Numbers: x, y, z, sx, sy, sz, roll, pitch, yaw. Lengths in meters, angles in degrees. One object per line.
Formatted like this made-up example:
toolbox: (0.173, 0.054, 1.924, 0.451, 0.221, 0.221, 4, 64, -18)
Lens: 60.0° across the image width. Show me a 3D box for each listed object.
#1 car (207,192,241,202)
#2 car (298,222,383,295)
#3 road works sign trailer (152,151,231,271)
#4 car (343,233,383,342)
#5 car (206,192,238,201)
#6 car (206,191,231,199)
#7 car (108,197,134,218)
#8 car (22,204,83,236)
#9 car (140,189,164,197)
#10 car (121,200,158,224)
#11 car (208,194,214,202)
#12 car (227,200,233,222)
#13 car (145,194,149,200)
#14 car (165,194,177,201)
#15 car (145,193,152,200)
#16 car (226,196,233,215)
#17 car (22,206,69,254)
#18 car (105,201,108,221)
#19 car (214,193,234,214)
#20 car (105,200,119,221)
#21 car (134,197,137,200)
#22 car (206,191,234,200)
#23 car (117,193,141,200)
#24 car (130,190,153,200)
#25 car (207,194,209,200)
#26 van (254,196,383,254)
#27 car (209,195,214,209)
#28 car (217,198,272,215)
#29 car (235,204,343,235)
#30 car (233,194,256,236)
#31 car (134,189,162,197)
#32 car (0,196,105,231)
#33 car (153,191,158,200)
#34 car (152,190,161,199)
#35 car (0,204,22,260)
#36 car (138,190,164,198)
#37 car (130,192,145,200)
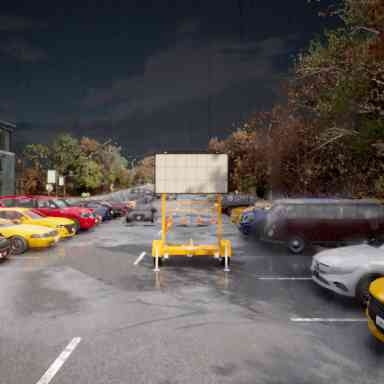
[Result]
car: (5.156, 0.863, 54.618, 5.366, 1.575, 1.946, 0, 2, 0)
car: (5.034, 1.522, 7.242, 4.674, 1.452, 2.002, 0, 0, 0)
road works sign trailer: (-0.014, 0.466, 10.894, 2.380, 3.560, 2.880, 0, 0, 0)
car: (5.040, 1.481, 4.457, 5.008, 1.535, 2.097, 0, 0, 0)
car: (5.152, 0.750, 57.411, 5.366, 1.575, 1.946, 0, 2, 0)
car: (4.962, 0.534, 63.112, 4.674, 1.452, 2.002, 0, 3, 0)
car: (-8.083, 1.442, 29.470, 5.008, 1.535, 2.097, 0, 1, 0)
car: (-8.065, 1.481, 15.542, 5.008, 1.535, 2.097, 0, 0, 0)
car: (-8.156, 0.256, 68.463, 4.792, 1.488, 2.163, 0, 3, 0)
car: (-3.631, 1.557, 24.644, 1.994, 1.385, 4.181, 0, 0, 0)
car: (4.979, 1.211, 43.468, 4.892, 1.521, 2.231, 0, 2, 0)
car: (5.008, 1.481, 21.290, 5.008, 1.535, 2.097, 0, 0, 0)
car: (-8.062, 1.305, 40.614, 4.792, 1.488, 2.163, 0, 1, 0)
car: (-3.576, 0.756, 57.642, 2.128, 1.511, 4.902, 0, 2, 0)
car: (-8.124, 1.241, 43.401, 4.792, 1.488, 2.163, 0, 1, 0)
car: (5.041, 1.350, 24.075, 4.553, 1.767, 2.185, 0, 0, 0)
car: (-7.870, 1.479, 12.759, 5.366, 1.575, 1.946, 0, 0, 0)
car: (-8.069, 1.521, 21.108, 4.674, 1.452, 2.002, 0, 0, 0)
car: (5.031, 1.189, 29.655, 5.566, 2.045, 2.435, 0, 1, 0)
car: (-8.099, 1.505, 23.894, 4.792, 1.488, 2.163, 0, 0, 0)
car: (-8.078, 1.453, 32.260, 4.674, 1.452, 2.002, 0, 0, 0)
car: (4.992, 0.661, 60.202, 4.792, 1.488, 2.163, 0, 3, 0)
car: (-8.053, 1.250, 35.045, 4.553, 1.767, 2.185, 0, 1, 0)
car: (-8.130, 1.015, 46.184, 4.553, 1.767, 2.185, 0, 2, 0)
car: (4.976, 1.135, 46.385, 5.008, 1.535, 2.097, 0, 2, 0)
van: (4.907, 1.256, 12.811, 4.442, 1.987, 1.878, 0, 0, 0)
car: (4.810, 1.370, 35.235, 5.366, 1.575, 1.946, 0, 1, 0)
car: (5.004, 1.411, 32.446, 5.008, 1.535, 2.097, 0, 1, 0)
car: (5.202, 1.478, 18.382, 5.366, 1.575, 1.946, 0, 0, 0)
car: (4.992, 1.230, 15.597, 5.566, 2.045, 2.435, 0, 0, 0)
car: (-8.089, 0.378, 62.893, 4.553, 1.767, 2.185, 0, 3, 0)
car: (-8.035, 1.230, 18.325, 5.566, 2.045, 2.435, 0, 0, 0)
car: (-8.135, 1.000, 51.768, 4.792, 1.488, 2.163, 0, 2, 0)
car: (-8.116, 0.870, 54.544, 4.892, 1.521, 2.231, 0, 2, 0)
car: (-8.084, 1.356, 10.100, 4.553, 1.767, 2.185, 0, 0, 0)
car: (-8.094, 0.395, 65.683, 4.792, 1.488, 2.163, 0, 3, 0)
car: (-8.057, 1.205, 37.824, 4.553, 1.767, 2.185, 0, 1, 0)
